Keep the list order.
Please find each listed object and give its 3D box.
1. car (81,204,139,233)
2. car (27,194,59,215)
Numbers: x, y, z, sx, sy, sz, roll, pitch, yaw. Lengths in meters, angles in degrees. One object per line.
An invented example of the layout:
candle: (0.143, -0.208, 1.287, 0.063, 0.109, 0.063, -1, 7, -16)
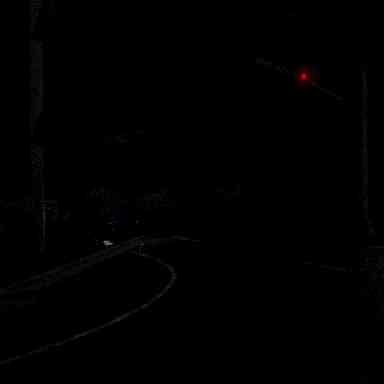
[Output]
car: (-4.722, 1.463, 18.788, 1.882, 1.535, 5.008, 0, 0, -36)
car: (-15.192, 1.206, 33.413, 2.150, 2.045, 5.566, 0, 0, -38)
